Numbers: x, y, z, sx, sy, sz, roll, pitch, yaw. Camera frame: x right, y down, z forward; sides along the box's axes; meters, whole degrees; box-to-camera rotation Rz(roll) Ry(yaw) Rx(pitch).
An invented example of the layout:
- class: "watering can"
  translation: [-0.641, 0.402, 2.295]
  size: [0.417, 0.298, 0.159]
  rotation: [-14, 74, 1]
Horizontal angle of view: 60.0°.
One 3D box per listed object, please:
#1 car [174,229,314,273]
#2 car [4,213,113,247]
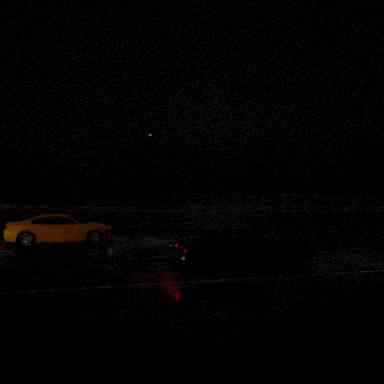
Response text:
- class: "car"
  translation: [1.836, 1.968, 11.784]
  size: [4.718, 1.301, 1.895]
  rotation: [1, -1, -16]
- class: "car"
  translation: [-6.559, 1.840, 16.716]
  size: [5.008, 1.535, 1.882]
  rotation: [1, -1, -16]
